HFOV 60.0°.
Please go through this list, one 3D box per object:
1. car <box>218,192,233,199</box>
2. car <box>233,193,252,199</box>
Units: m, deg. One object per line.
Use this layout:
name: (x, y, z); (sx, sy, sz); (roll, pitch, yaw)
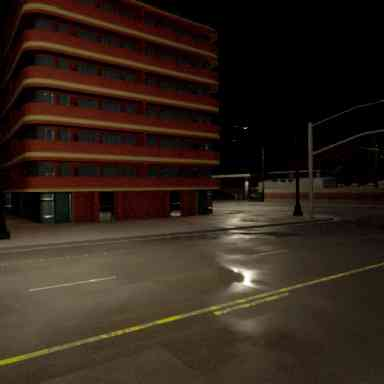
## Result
car: (8.949, 0.930, 86.191); (4.611, 1.667, 2.242); (-1, 1, -35)
car: (12.919, 1.061, 81.968); (3.806, 1.475, 1.970); (-1, 1, -35)
